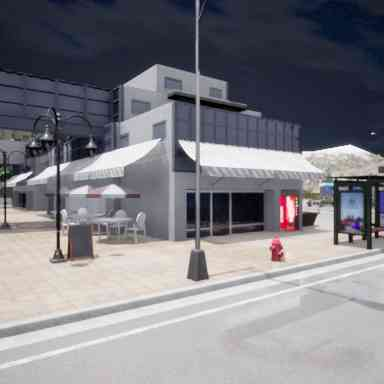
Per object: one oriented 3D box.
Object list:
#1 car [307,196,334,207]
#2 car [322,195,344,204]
[{"bbox_3d":[19.131,1.340,48.810,5.027,1.636,2.152,0,0,-36],"label":"car"},{"bbox_3d":[28.404,1.482,66.928,4.514,1.523,2.007,0,0,-36],"label":"car"}]
